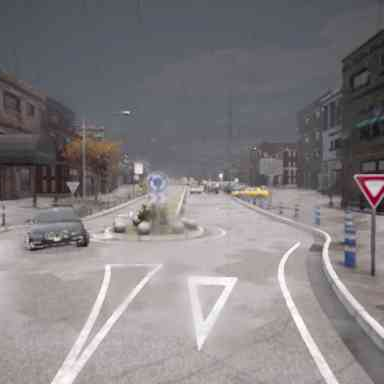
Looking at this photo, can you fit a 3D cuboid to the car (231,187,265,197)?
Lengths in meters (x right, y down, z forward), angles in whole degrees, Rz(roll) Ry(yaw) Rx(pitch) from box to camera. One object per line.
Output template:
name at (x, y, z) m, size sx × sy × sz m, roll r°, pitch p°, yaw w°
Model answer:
car at (8.327, -0.013, 49.936) m, size 4.674 × 1.452 × 2.002 m, roll 0°, pitch 2°, yaw 0°

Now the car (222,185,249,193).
car at (8.211, -0.630, 63.701) m, size 4.892 × 1.521 × 2.231 m, roll 0°, pitch 2°, yaw 0°

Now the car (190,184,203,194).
car at (0.647, -0.368, 60.116) m, size 1.895 × 1.301 × 4.718 m, roll 0°, pitch 2°, yaw 0°

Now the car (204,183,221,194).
car at (3.647, -0.422, 59.108) m, size 1.837 × 1.490 × 4.892 m, roll 0°, pitch 2°, yaw 0°

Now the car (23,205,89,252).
car at (-5.435, 1.308, 13.308) m, size 1.837 × 1.490 × 4.892 m, roll -4°, pitch 2°, yaw -22°

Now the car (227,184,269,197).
car at (8.162, 0.070, 47.178) m, size 5.366 × 1.575 × 1.946 m, roll 0°, pitch 3°, yaw 0°

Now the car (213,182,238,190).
car at (8.034, -1.455, 80.221) m, size 5.566 × 2.045 × 2.435 m, roll 0°, pitch 2°, yaw 0°

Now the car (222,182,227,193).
car at (8.305, -0.546, 55.429) m, size 5.566 × 2.045 × 2.435 m, roll 0°, pitch 2°, yaw 0°

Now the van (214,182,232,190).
van at (7.899, -1.592, 85.730) m, size 4.442 × 1.987 × 1.878 m, roll 0°, pitch 2°, yaw 0°

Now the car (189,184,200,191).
car at (0.508, -1.000, 70.336) m, size 2.128 × 1.511 × 4.902 m, roll 0°, pitch 2°, yaw 0°

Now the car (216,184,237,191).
car at (8.089, -1.077, 77.473) m, size 4.674 × 1.452 × 2.002 m, roll 0°, pitch 2°, yaw 0°

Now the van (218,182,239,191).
van at (8.227, -1.249, 74.590) m, size 4.442 × 1.987 × 1.878 m, roll 0°, pitch 2°, yaw 0°

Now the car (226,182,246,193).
car at (8.268, -0.302, 52.682) m, size 4.553 × 1.767 × 2.185 m, roll 0°, pitch 2°, yaw 0°

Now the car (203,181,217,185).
car at (3.507, -1.001, 70.362) m, size 2.128 × 1.511 × 4.902 m, roll 0°, pitch 2°, yaw 0°
